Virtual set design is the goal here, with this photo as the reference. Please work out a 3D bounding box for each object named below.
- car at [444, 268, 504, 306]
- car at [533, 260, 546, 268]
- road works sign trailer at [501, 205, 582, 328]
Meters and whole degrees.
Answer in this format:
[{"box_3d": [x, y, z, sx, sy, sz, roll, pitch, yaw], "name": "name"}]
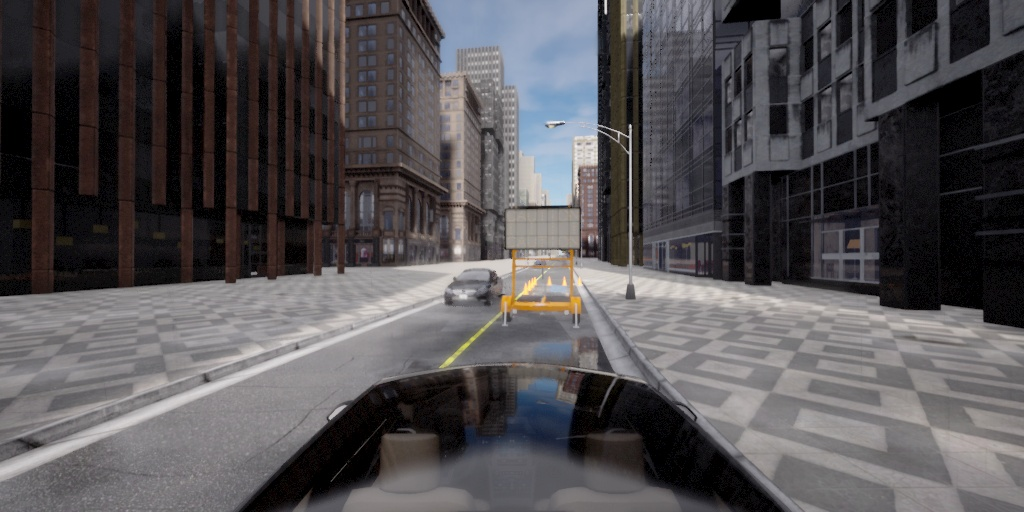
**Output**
[{"box_3d": [-1.510, 1.270, 15.805, 1.812, 1.442, 4.674, 0, 0, 8], "name": "car"}, {"box_3d": [4.480, 1.180, 57.638, 2.033, 1.411, 5.357, 0, 0, 8], "name": "car"}, {"box_3d": [0.985, 0.209, 11.449, 2.380, 3.560, 2.880, 0, 0, 8], "name": "road works sign trailer"}]
